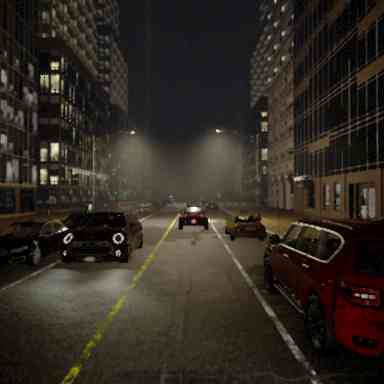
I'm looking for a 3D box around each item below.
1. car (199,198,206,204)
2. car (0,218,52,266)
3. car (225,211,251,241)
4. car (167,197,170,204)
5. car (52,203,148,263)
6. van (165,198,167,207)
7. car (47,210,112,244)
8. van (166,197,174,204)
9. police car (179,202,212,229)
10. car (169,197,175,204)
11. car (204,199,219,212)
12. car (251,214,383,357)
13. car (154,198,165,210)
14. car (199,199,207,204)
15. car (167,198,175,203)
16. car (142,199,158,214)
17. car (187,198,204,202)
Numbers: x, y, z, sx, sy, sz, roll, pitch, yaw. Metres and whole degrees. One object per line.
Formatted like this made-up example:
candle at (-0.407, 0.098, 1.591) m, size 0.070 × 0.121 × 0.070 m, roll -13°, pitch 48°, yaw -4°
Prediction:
car at (2.709, 2.270, 85.941) m, size 1.752 × 1.417 × 4.829 m, roll 0°, pitch 0°, yaw 0°
car at (-5.685, 1.661, 11.790) m, size 2.008 × 1.369 × 4.403 m, roll 0°, pitch -1°, yaw 0°
car at (2.697, 1.688, 17.638) m, size 1.752 × 1.417 × 4.829 m, roll 0°, pitch -1°, yaw 0°
car at (-5.676, 2.138, 63.019) m, size 1.802 × 1.307 × 4.206 m, roll 0°, pitch 0°, yaw 0°
car at (-3.098, 1.467, 12.327) m, size 2.097 × 1.767 × 4.553 m, roll 0°, pitch -1°, yaw 0°
van at (-5.676, 1.849, 57.329) m, size 1.690 × 1.788 × 3.998 m, roll 0°, pitch 0°, yaw 0°
car at (-5.684, 1.728, 17.483) m, size 1.947 × 1.339 × 4.313 m, roll 0°, pitch -1°, yaw 0°
van at (-5.670, 2.085, 85.789) m, size 1.690 × 1.788 × 3.998 m, roll 0°, pitch 0°, yaw 0°
police car at (0.103, 1.717, 23.320) m, size 2.038 × 1.542 × 4.974 m, roll 0°, pitch -1°, yaw 0°
car at (-5.672, 2.137, 80.095) m, size 1.967 × 1.590 × 4.097 m, roll 0°, pitch 0°, yaw 0°
car at (2.702, 1.976, 45.928) m, size 1.947 × 1.339 × 4.313 m, roll 0°, pitch 0°, yaw 0°
car at (2.696, 1.373, 6.087) m, size 2.192 × 1.841 × 5.009 m, roll 0°, pitch -1°, yaw 0°
car at (-5.678, 2.004, 51.634) m, size 1.887 × 1.381 × 4.507 m, roll 0°, pitch 0°, yaw 0°
car at (2.708, 2.279, 80.078) m, size 1.802 × 1.307 × 4.206 m, roll 0°, pitch 0°, yaw 0°
car at (-5.671, 2.356, 91.479) m, size 1.947 × 1.339 × 4.313 m, roll 0°, pitch 0°, yaw 0°
car at (-5.680, 1.913, 40.250) m, size 2.008 × 1.369 × 4.403 m, roll 0°, pitch 0°, yaw 0°
car at (0.108, 1.725, 41.566) m, size 2.097 × 1.767 × 4.553 m, roll 0°, pitch 0°, yaw 0°
